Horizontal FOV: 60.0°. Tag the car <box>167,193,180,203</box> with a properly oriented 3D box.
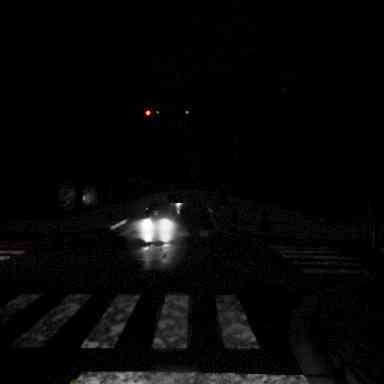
[{"bbox_3d":[-2.803,0.894,50.738,1.837,1.490,4.892,0,1,0],"label":"car"}]

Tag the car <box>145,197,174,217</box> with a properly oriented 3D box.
[{"bbox_3d":[-2.838,1.372,28.468,1.895,1.301,4.718,0,1,0],"label":"car"}]
